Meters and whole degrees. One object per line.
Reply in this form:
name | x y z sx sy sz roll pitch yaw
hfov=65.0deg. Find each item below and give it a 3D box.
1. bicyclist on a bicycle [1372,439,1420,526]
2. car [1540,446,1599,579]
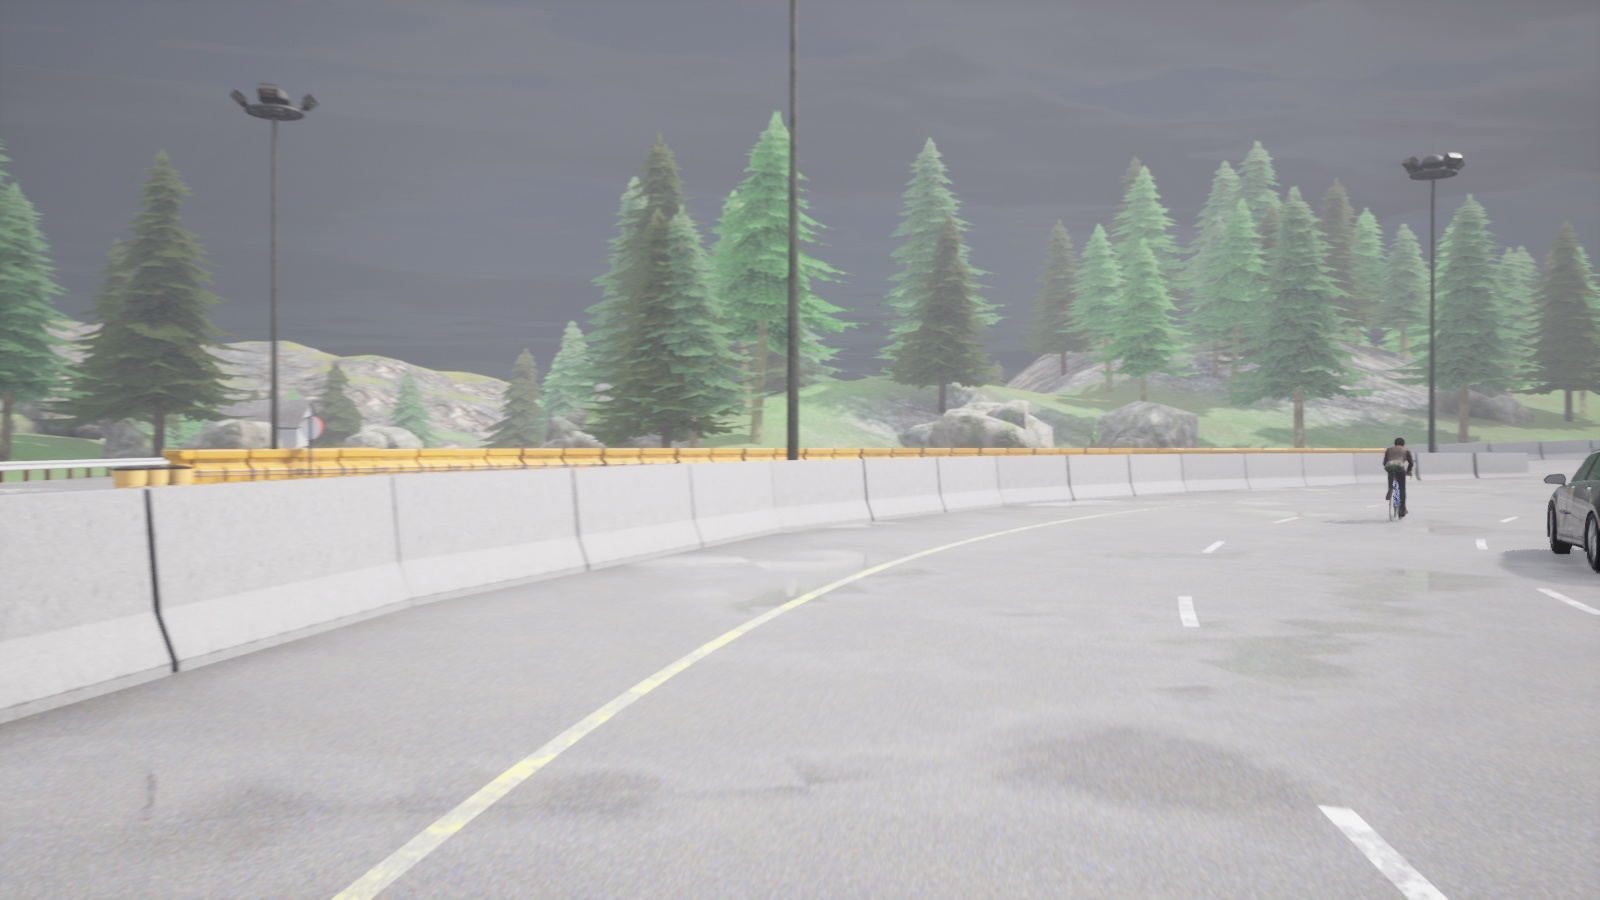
bicyclist on a bicycle | 11.500 0.600 24.206 0.582 1.620 1.656 1 1 34
car | 10.599 0.703 15.545 1.837 1.490 4.892 0 0 23
